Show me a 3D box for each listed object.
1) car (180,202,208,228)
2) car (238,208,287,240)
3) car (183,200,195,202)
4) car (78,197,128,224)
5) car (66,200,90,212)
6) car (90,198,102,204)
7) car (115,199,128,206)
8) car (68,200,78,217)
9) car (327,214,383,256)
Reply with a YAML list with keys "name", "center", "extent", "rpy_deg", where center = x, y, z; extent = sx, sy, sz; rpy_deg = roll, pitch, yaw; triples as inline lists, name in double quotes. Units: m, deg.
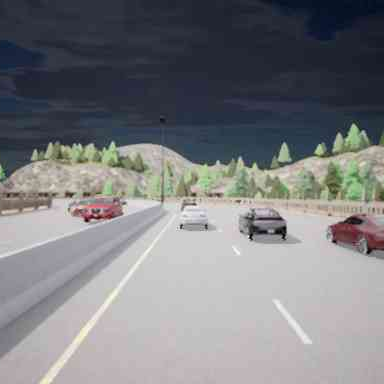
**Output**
- name: "car"
  center: [0.121, 1.671, 23.072]
  extent: [1.812, 1.442, 4.674]
  rpy_deg: [0, 0, 0]
- name: "car"
  center: [3.616, 1.599, 17.625]
  extent: [2.128, 1.511, 4.902]
  rpy_deg: [0, 0, 0]
- name: "car"
  center: [-0.449, 1.775, 40.804]
  extent: [2.128, 1.511, 4.902]
  rpy_deg: [0, -1, -5]
- name: "car"
  center: [-7.096, 1.398, 27.169]
  extent: [2.150, 2.045, 5.566]
  rpy_deg: [0, 0, 0]
- name: "car"
  center: [-15.120, 1.814, 44.262]
  extent: [2.128, 1.511, 4.902]
  rpy_deg: [0, -1, -8]
- name: "car"
  center: [-21.606, 2.013, 74.684]
  extent: [1.994, 1.385, 4.181]
  rpy_deg: [0, -1, -27]
- name: "car"
  center: [-14.439, 2.100, 67.963]
  extent: [1.994, 1.385, 4.181]
  rpy_deg: [0, -1, -21]
- name: "car"
  center: [-10.737, 1.579, 33.861]
  extent: [2.097, 1.767, 4.553]
  rpy_deg: [0, -1, -2]
- name: "car"
  center: [7.113, 1.606, 13.415]
  extent: [1.812, 1.442, 4.674]
  rpy_deg: [0, 0, 0]
